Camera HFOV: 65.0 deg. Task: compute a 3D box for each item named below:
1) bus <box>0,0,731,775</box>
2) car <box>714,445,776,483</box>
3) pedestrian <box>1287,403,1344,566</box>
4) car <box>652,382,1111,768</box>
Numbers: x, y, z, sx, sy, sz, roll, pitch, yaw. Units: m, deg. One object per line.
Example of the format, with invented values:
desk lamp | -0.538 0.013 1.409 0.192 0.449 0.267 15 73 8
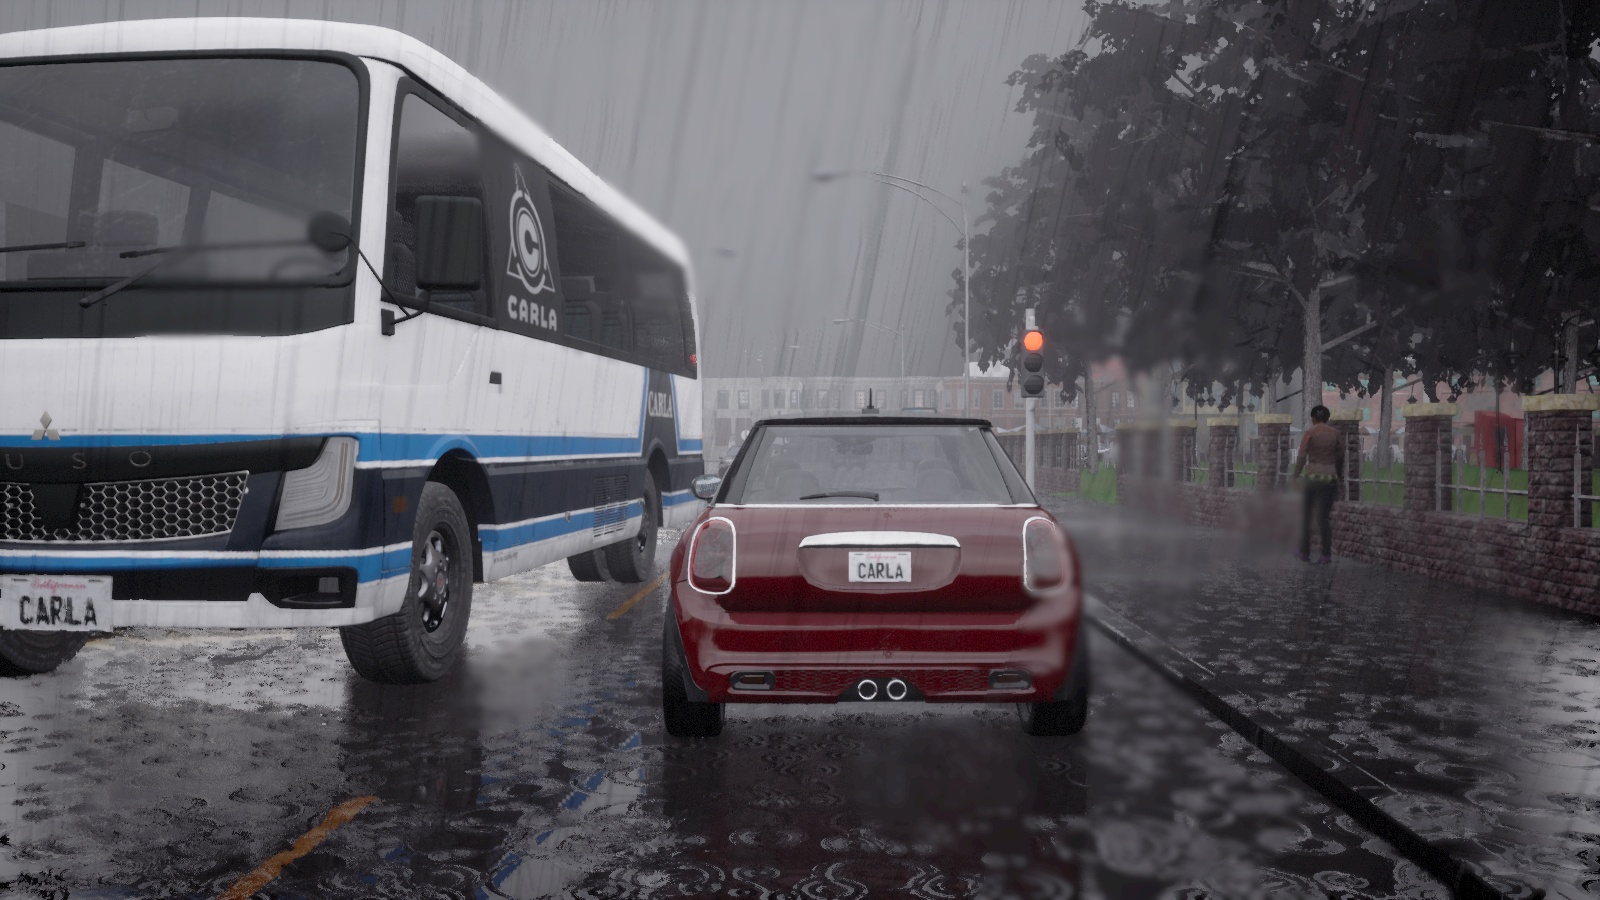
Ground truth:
bus | -3.403 -0.695 10.965 3.944 4.253 10.273 0 0 6
car | -2.120 0.509 50.148 2.033 1.411 5.357 0 0 2
pedestrian | 5.869 0.380 14.321 0.328 1.805 0.869 0 0 4
car | 0.361 0.560 8.016 2.097 1.767 4.553 0 0 0
